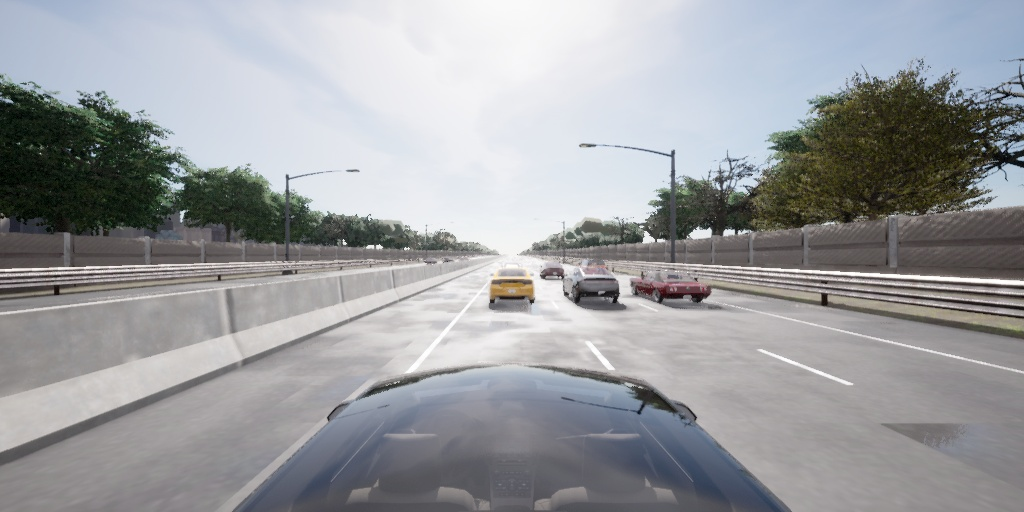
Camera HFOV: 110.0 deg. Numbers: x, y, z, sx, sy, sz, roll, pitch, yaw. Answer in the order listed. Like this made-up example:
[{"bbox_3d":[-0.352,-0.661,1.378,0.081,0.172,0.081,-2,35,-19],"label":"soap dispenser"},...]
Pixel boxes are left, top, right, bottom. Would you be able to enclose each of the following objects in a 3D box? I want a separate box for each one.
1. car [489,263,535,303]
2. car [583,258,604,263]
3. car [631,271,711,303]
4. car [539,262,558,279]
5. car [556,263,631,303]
[{"bbox_3d":[0.000,1.224,16.499,1.882,1.535,5.008,0,0,0],"label":"car"},{"bbox_3d":[7.000,1.076,31.469,2.097,1.767,4.553,0,0,0],"label":"car"},{"bbox_3d":[7.000,1.356,16.529,1.895,1.301,4.718,0,0,0],"label":"car"},{"bbox_3d":[3.500,1.243,31.499,1.812,1.442,4.674,0,0,0],"label":"car"},{"bbox_3d":[3.500,1.235,16.499,2.128,1.511,4.902,0,0,0],"label":"car"}]
